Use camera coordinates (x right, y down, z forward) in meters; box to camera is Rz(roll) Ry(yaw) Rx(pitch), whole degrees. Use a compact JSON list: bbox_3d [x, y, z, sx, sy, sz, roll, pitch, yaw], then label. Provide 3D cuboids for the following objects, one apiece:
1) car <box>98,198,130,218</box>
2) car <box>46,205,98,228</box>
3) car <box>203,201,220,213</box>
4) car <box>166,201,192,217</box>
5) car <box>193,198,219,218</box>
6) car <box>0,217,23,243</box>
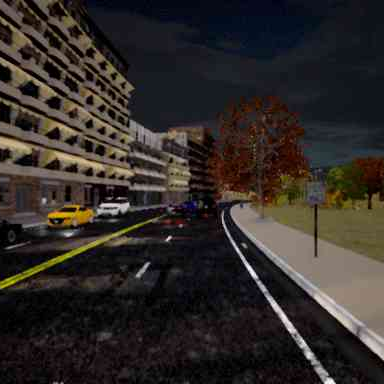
[{"bbox_3d":[-8.198,1.613,35.346,2.150,2.045,5.566,0,-1,4],"label":"car"},{"bbox_3d":[-8.968,1.742,24.800,1.882,1.535,5.008,0,-1,3],"label":"car"},{"bbox_3d":[2.799,2.055,47.189,2.128,1.511,4.902,0,-1,7],"label":"car"},{"bbox_3d":[-1.620,1.900,36.027,2.128,1.511,4.902,0,-1,5],"label":"car"},{"bbox_3d":[1.625,1.631,35.819,2.150,2.045,5.566,0,-1,5],"label":"car"},{"bbox_3d":[-9.517,1.750,14.514,1.895,1.301,4.718,0,-1,2],"label":"car"}]
